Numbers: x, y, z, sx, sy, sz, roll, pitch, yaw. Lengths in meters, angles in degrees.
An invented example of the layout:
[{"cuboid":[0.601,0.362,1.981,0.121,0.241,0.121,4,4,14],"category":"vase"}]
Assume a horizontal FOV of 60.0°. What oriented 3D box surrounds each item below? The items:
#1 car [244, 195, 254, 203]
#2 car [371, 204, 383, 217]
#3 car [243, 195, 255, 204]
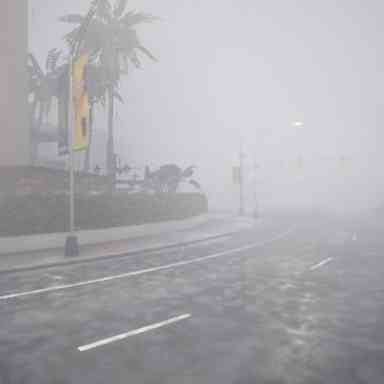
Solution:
[{"cuboid":[13.921,1.740,81.254,2.185,1.767,4.553,0,0,7],"category":"car"},{"cuboid":[17.510,1.664,29.256,1.895,1.301,4.718,0,0,10],"category":"car"},{"cuboid":[13.272,1.832,74.860,2.097,1.535,5.008,0,0,7],"category":"car"}]
